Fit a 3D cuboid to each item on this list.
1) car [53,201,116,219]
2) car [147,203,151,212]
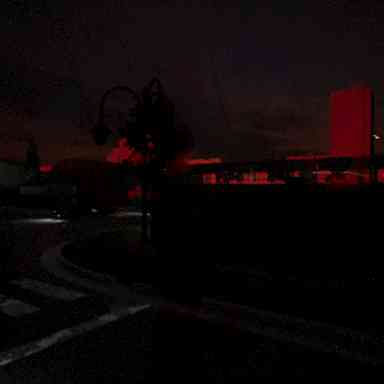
[{"bbox_3d":[-9.088,1.504,28.644,2.033,1.411,5.357,1,0,35],"label":"car"},{"bbox_3d":[-3.450,1.483,36.630,1.812,1.442,4.674,1,0,36],"label":"car"}]
